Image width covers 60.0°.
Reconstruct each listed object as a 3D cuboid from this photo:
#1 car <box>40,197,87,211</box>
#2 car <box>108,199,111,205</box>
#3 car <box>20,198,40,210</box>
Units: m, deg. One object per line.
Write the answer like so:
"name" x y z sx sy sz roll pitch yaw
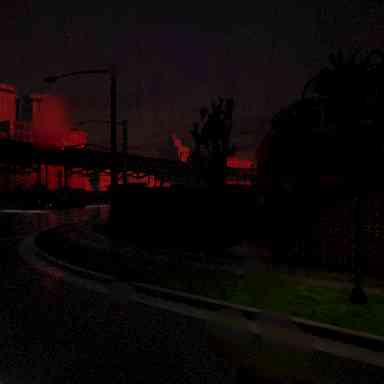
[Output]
"car" -14.925 1.364 39.591 1.837 1.490 4.892 0 1 37
"car" -10.648 1.205 51.064 2.128 1.511 4.902 0 1 37
"car" -18.493 1.403 40.677 1.812 1.442 4.674 0 1 37
